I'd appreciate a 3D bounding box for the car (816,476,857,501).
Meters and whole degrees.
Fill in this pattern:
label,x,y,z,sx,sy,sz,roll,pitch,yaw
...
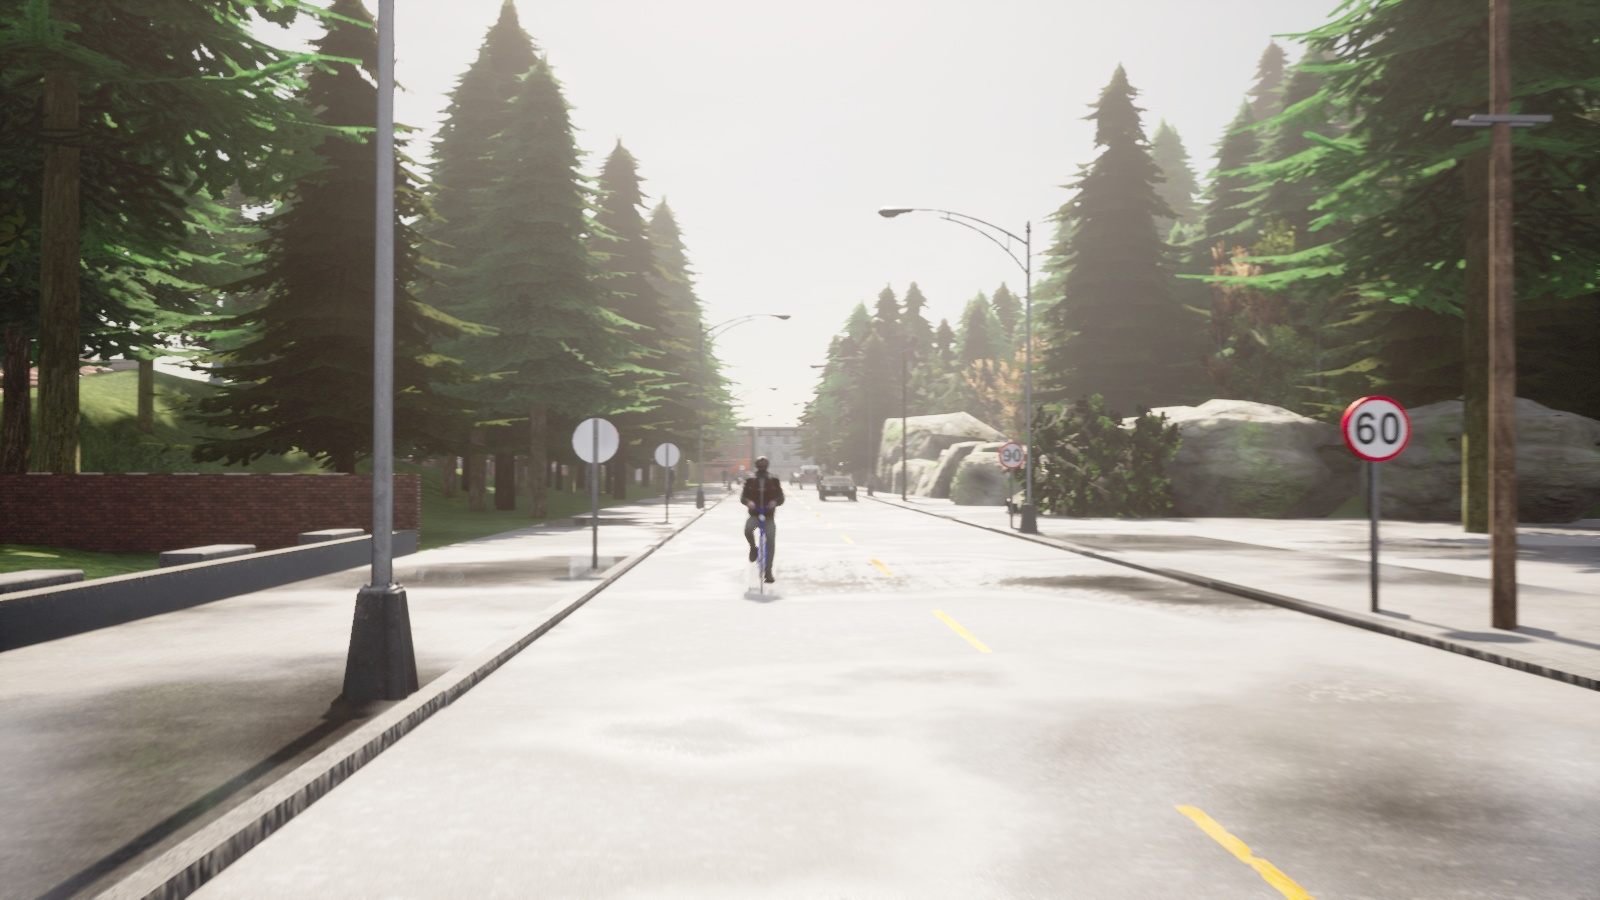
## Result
label,x,y,z,sx,sy,sz,roll,pitch,yaw
car,1.918,2.041,67.362,1.895,1.301,4.718,0,-1,-2

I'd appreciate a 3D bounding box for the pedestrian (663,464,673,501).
label,x,y,z,sx,sy,sz,roll,pitch,yaw
pedestrian,-6.588,1.623,62.772,0.353,1.847,0.614,0,-1,6

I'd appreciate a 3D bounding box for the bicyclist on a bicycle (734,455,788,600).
label,x,y,z,sx,sy,sz,roll,pitch,yaw
bicyclist on a bicycle,-0.507,0.964,16.339,0.659,1.776,1.843,0,-1,-2
